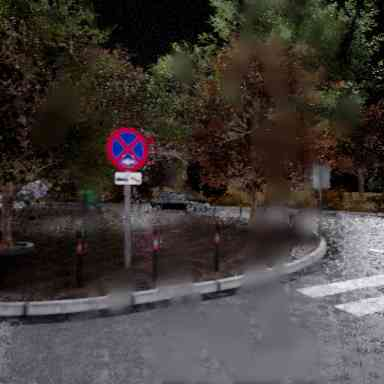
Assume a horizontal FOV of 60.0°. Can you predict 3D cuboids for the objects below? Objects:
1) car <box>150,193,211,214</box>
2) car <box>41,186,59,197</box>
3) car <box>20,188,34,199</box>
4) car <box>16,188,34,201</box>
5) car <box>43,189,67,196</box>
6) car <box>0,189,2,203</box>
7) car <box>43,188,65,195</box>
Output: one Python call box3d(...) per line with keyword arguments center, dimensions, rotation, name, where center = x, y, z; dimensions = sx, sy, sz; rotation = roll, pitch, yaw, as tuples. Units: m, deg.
box3d(center=(-0.933, 0.816, 25.271), dimensions=(4.902, 1.511, 2.128), rotation=(1, 1, 32), name="car")
box3d(center=(-27.493, -0.090, 67.277), dimensions=(5.566, 2.045, 2.435), rotation=(-1, 1, -24), name="car")
box3d(center=(-28.542, 0.212, 57.669), dimensions=(2.097, 1.767, 4.553), rotation=(-1, 1, -24), name="car")
box3d(center=(-24.983, 0.344, 49.778), dimensions=(2.097, 1.767, 4.553), rotation=(-1, 1, -24), name="car")
box3d(center=(-30.880, 0.015, 74.909), dimensions=(4.892, 1.521, 2.231), rotation=(0, 1, -24), name="car")
box3d(center=(-23.118, 0.727, 39.173), dimensions=(1.994, 1.385, 4.181), rotation=(-1, 1, -36), name="car")
box3d(center=(-34.307, -0.112, 82.656), dimensions=(4.792, 1.488, 2.163), rotation=(0, 1, -24), name="car")
